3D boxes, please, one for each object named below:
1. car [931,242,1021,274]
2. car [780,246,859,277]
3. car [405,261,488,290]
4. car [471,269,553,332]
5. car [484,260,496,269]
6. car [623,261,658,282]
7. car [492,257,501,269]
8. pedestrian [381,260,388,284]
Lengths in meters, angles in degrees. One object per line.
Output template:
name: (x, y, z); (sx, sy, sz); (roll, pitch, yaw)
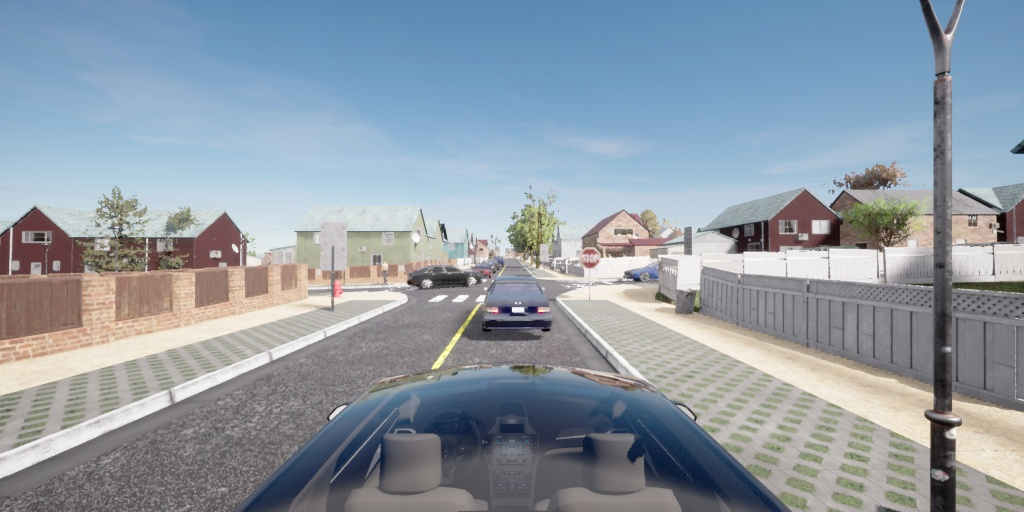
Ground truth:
car: (31.406, 0.122, 24.426); (5.566, 2.045, 2.150); (-2, -1, 0)
car: (20.688, 0.409, 24.395); (5.566, 2.045, 2.150); (-2, -1, 0)
car: (-4.332, 1.319, 23.177); (4.892, 1.490, 1.837); (-2, 0, -26)
car: (0.093, 1.300, 10.848); (2.033, 1.411, 5.357); (0, 0, -1)
car: (-2.792, 1.316, 32.801); (1.994, 1.385, 4.181); (0, 0, 0)
car: (10.409, 1.013, 24.385); (5.357, 1.411, 2.033); (-2, -1, 1)
car: (-2.770, 1.243, 41.768); (2.128, 1.511, 4.902); (0, 0, 0)
pedestrian: (-9.644, 1.212, 27.177); (0.375, 1.860, 0.375); (0, 0, 0)
